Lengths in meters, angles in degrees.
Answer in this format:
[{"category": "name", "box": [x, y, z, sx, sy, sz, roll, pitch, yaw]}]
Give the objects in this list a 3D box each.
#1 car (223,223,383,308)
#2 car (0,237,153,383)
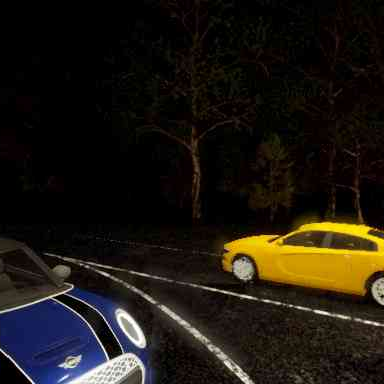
[{"category": "car", "box": [3.103, 1.481, 7.882, 5.008, 1.535, 1.882, 0, 0, 36]}, {"category": "car", "box": [-2.596, 1.338, 3.735, 4.553, 1.767, 2.097, 1, 0, 35]}]
